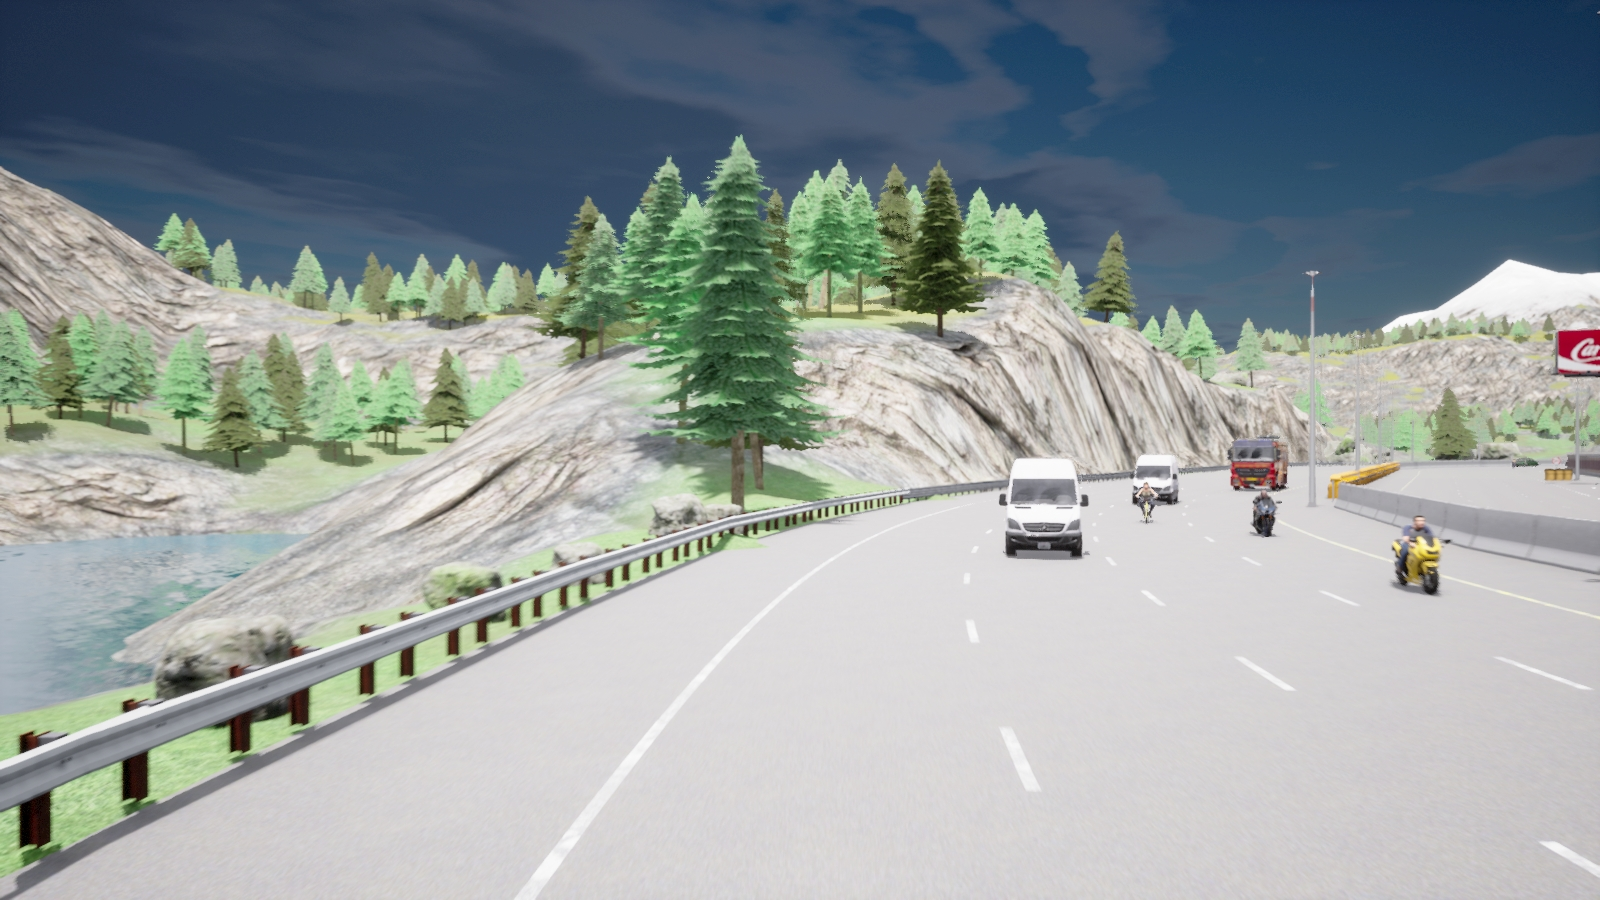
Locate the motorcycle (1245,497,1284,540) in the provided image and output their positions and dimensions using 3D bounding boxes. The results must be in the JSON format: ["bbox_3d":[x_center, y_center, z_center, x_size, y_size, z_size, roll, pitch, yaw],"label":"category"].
[{"bbox_3d":[15.160,2.225,37.355,0.867,1.251,2.209,0,0,14],"label":"motorcycle"}]

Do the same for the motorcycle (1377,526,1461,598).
[{"bbox_3d":[12.258,2.193,22.697,0.803,1.217,2.033,1,0,9],"label":"motorcycle"}]

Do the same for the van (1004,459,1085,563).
[{"bbox_3d":[6.762,1.543,31.741,1.988,2.561,5.915,0,0,12],"label":"van"}]

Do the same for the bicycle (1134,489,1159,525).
[{"bbox_3d":[13.235,2.166,43.656,0.859,1.295,1.487,0,0,15],"label":"bicycle"}]

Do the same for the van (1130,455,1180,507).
[{"bbox_3d":[18.662,1.558,59.828,1.988,2.561,5.915,0,0,22],"label":"van"}]
